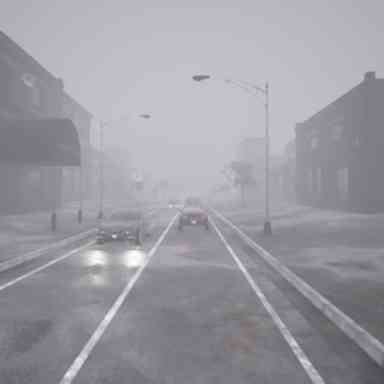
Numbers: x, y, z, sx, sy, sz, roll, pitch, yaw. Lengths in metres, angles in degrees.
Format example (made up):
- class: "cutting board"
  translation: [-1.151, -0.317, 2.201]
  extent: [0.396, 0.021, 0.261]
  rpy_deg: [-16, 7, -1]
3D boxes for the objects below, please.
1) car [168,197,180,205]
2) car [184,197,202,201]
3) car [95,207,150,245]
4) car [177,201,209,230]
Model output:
- class: "car"
  translation: [-3.055, 1.519, 57.586]
  extent: [1.994, 1.385, 4.181]
  rpy_deg: [0, 0, 0]
- class: "car"
  translation: [0.099, 1.350, 39.142]
  extent: [2.097, 1.767, 4.553]
  rpy_deg: [0, 0, 0]
- class: "car"
  translation: [-3.099, 1.529, 15.696]
  extent: [1.837, 1.490, 4.892]
  rpy_deg: [0, 0, 0]
- class: "car"
  translation: [0.100, 1.549, 21.366]
  extent: [1.812, 1.442, 4.674]
  rpy_deg: [0, 0, 0]
